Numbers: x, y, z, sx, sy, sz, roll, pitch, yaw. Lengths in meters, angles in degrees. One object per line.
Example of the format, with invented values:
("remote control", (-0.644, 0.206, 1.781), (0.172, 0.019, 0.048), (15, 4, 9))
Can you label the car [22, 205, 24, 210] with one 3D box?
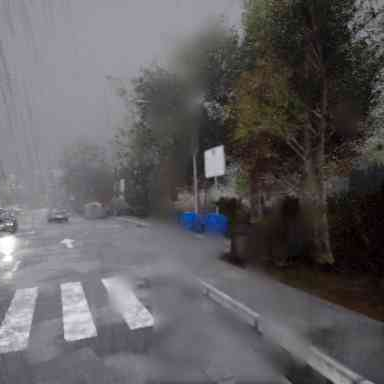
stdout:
("car", (-41.167, 4.242, 74.458), (5.366, 1.575, 1.946), (-2, -1, -44))

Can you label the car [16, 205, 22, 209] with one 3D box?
("car", (-40.111, 4.154, 71.577), (4.892, 1.521, 2.231), (-2, -1, -44))

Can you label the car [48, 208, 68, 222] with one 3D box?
("car", (-15.441, 2.693, 38.302), (1.994, 1.385, 4.181), (-2, -1, -25))

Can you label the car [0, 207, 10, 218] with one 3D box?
("car", (-32.992, 3.450, 55.044), (4.553, 1.767, 2.185), (-2, -1, -43))

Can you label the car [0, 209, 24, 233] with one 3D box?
("car", (-14.609, 2.405, 25.805), (2.128, 1.511, 4.902), (-2, -1, -23))

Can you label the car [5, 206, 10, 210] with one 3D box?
("car", (-29.270, 3.287, 46.923), (5.366, 1.575, 1.946), (-2, -1, -43))

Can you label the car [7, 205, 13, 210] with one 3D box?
("car", (-30.597, 3.137, 49.578), (5.566, 2.045, 2.435), (-3, -1, -43))

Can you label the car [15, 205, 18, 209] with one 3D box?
("car", (-36.526, 3.901, 63.325), (4.674, 1.452, 2.002), (-2, -1, -43))

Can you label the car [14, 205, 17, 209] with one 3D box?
("car", (-35.313, 3.793, 60.592), (4.792, 1.488, 2.163), (-2, -1, -43))

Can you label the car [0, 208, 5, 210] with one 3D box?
("car", (-27.026, 2.863, 41.303), (5.566, 2.045, 2.435), (-2, -1, -43))

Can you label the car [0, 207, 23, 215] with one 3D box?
("car", (-42.366, 4.340, 77.208), (5.366, 1.575, 1.946), (-2, -1, -44))

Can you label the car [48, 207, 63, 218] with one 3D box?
("car", (-20.137, 3.044, 48.981), (1.994, 1.385, 4.181), (-2, -1, -23))
